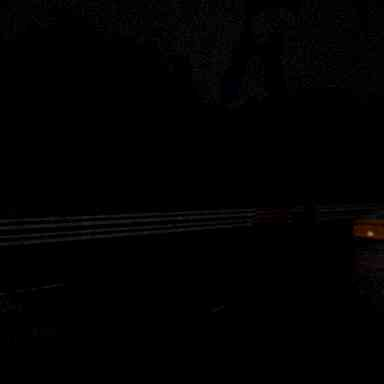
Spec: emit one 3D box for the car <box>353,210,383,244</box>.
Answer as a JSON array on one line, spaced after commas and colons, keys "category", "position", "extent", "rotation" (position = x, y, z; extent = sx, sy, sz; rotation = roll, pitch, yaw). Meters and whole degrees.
[{"category": "car", "position": [9.009, 1.482, 14.474], "extent": [5.008, 1.535, 1.882], "rotation": [0, 0, -35]}]
